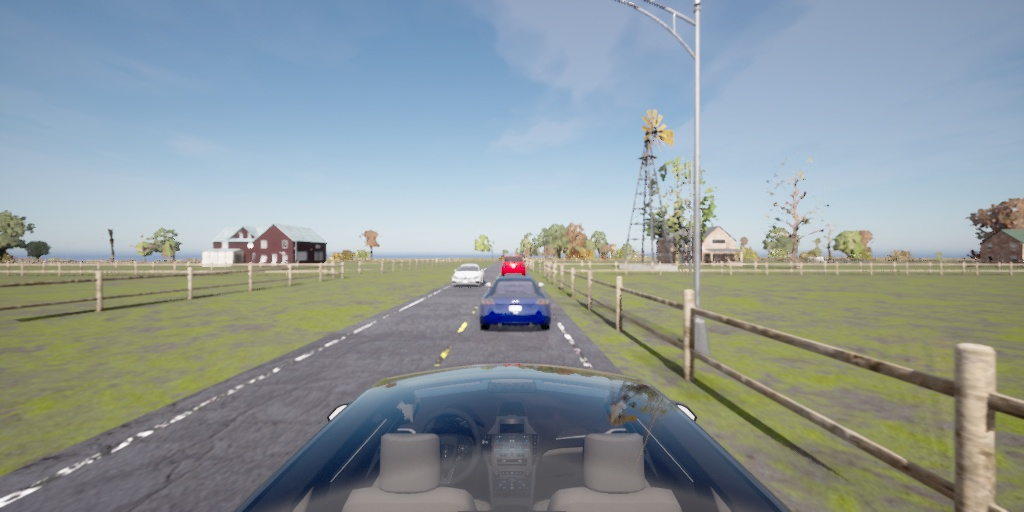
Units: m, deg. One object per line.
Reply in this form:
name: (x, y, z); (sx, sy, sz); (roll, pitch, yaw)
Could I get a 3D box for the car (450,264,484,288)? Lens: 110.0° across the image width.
car: (-2.818, 1.266, 23.969); (1.812, 1.442, 4.674); (0, 0, 0)

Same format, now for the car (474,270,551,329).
car: (0.089, 1.311, 11.200); (1.994, 1.385, 4.181); (0, 0, 0)

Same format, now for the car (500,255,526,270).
car: (0.128, 0.958, 32.725); (2.150, 2.045, 5.566); (0, 0, 0)
